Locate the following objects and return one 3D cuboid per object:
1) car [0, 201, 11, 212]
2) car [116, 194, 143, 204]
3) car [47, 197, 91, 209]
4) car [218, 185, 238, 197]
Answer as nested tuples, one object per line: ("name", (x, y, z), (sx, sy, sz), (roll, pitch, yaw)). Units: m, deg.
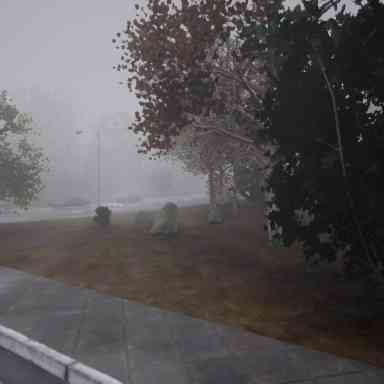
("car", (-22.141, 1.531, 35.548), (1.837, 1.490, 4.892), (0, 1, 39))
("car", (-9.619, 0.982, 51.069), (1.994, 1.385, 4.181), (0, 3, 39))
("car", (-15.903, 1.354, 43.290), (2.033, 1.411, 5.357), (0, 2, 39))
("car", (6.637, -0.227, 59.915), (2.150, 2.045, 5.566), (0, 3, 37))
